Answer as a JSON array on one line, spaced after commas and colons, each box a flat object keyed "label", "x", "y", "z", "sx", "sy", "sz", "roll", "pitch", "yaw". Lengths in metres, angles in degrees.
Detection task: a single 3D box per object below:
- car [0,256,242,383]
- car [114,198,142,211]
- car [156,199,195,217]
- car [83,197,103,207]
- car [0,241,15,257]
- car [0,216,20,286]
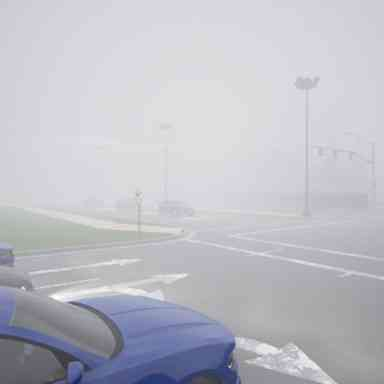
[{"label": "car", "x": -1.830, "y": 1.478, "z": 2.455, "sx": 5.008, "sy": 1.535, "sz": 1.882, "roll": 0, "pitch": 0, "yaw": -35}, {"label": "car", "x": -7.792, "y": 1.490, "z": 40.215, "sx": 2.128, "sy": 1.511, "sz": 4.902, "roll": 0, "pitch": 0, "yaw": -36}, {"label": "car", "x": -1.637, "y": 1.503, "z": 31.839, "sx": 1.837, "sy": 1.490, "sz": 4.892, "roll": 0, "pitch": 0, "yaw": -36}, {"label": "car", "x": -14.933, "y": 1.491, "z": 49.983, "sx": 2.128, "sy": 1.511, "sz": 4.902, "roll": 0, "pitch": 0, "yaw": -36}, {"label": "car", "x": -4.551, "y": 1.564, "z": 4.817, "sx": 4.181, "sy": 1.385, "sz": 1.994, "roll": 0, "pitch": 0, "yaw": -35}, {"label": "car", "x": -6.823, "y": 1.478, "z": 7.496, "sx": 5.008, "sy": 1.535, "sz": 1.882, "roll": 0, "pitch": 0, "yaw": -35}]
